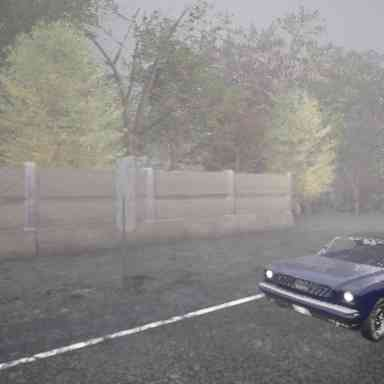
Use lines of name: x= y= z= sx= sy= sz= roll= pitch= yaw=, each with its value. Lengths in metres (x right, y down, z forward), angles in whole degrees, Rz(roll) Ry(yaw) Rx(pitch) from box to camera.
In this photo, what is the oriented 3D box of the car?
car: x=3.521 y=1.529 z=6.497 sx=4.718 sy=1.301 sz=1.895 roll=0 pitch=1 yaw=-35
